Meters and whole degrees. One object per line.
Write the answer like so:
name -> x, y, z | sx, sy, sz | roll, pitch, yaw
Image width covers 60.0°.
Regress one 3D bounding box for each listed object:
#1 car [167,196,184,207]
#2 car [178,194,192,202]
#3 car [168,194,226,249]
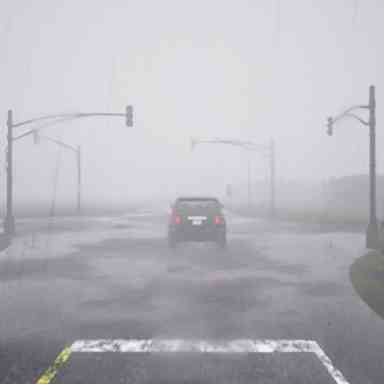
car -> -2.316, 1.338, 47.740 | 1.895, 1.301, 4.718 | 0, 0, 3
car -> -1.294, 1.131, 63.867 | 2.128, 1.511, 4.902 | 0, 0, 4
car -> 0.226, 1.145, 14.183 | 2.150, 2.045, 5.566 | 0, 0, 1
